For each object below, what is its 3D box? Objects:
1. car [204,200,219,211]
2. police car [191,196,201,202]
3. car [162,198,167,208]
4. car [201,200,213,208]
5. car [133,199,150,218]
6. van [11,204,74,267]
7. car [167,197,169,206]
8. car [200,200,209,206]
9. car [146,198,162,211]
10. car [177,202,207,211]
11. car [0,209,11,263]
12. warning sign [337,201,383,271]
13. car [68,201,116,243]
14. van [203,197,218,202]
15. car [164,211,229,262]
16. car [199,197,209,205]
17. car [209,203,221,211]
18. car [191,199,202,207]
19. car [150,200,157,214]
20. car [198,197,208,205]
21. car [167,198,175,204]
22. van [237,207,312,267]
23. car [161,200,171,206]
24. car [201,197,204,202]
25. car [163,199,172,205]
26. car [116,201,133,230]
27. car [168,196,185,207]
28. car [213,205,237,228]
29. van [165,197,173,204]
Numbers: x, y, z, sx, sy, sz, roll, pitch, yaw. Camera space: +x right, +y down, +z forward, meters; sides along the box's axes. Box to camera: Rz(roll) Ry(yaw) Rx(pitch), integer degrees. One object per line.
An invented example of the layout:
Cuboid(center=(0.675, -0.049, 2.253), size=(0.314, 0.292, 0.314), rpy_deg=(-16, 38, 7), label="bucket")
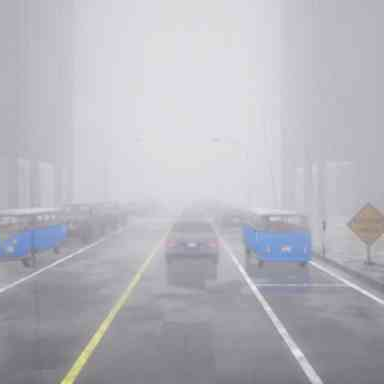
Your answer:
Cuboid(center=(2.766, 1.942, 39.605), size=(1.887, 1.381, 4.507), rpy_deg=(0, -1, 0), label="car")
Cuboid(center=(0.903, 1.979, 54.658), size=(1.930, 1.638, 5.238), rpy_deg=(0, -1, 0), label="police car")
Cuboid(center=(-5.758, 2.138, 56.417), size=(1.947, 1.339, 4.313), rpy_deg=(0, -1, 0), label="car")
Cuboid(center=(2.767, 2.197, 62.039), size=(1.947, 1.339, 4.313), rpy_deg=(0, -1, 0), label="car")
Cuboid(center=(-5.759, 1.780, 33.982), size=(1.967, 1.590, 4.097), rpy_deg=(0, -1, 0), label="car")
Cuboid(center=(-5.760, 1.456, 11.545), size=(1.690, 1.788, 3.998), rpy_deg=(0, -1, 0), label="van")
Cuboid(center=(-5.757, 2.243, 67.636), size=(2.008, 1.369, 4.403), rpy_deg=(0, -1, 0), label="car")
Cuboid(center=(2.768, 2.334, 73.257), size=(1.802, 1.307, 4.206), rpy_deg=(0, -1, 0), label="car")
Cuboid(center=(-5.758, 1.771, 45.202), size=(2.192, 1.841, 5.009), rpy_deg=(0, -1, 0), label="car")
Cuboid(center=(0.025, 1.849, 28.557), size=(1.994, 1.385, 4.181), rpy_deg=(0, 0, 1), label="car")
Cuboid(center=(-5.760, 1.374, 5.937), size=(2.192, 1.841, 5.009), rpy_deg=(0, -1, 0), label="car")
Cuboid(center=(5.066, 1.209, 9.555), size=(1.300, 1.860, 1.060), rpy_deg=(0, -1, 0), label="warning sign")
Cuboid(center=(-5.759, 1.485, 17.156), size=(2.192, 1.841, 5.009), rpy_deg=(0, -1, 0), label="car")
Cuboid(center=(2.767, 1.796, 45.216), size=(1.690, 1.788, 3.998), rpy_deg=(0, -1, 0), label="van")
Cuboid(center=(0.012, 1.672, 12.547), size=(2.033, 1.411, 5.357), rpy_deg=(0, -1, 0), label="car")
Cuboid(center=(2.768, 2.129, 78.868), size=(2.192, 1.841, 5.009), rpy_deg=(0, -1, 0), label="car")
Cuboid(center=(2.766, 1.848, 28.387), size=(1.947, 1.339, 4.313), rpy_deg=(0, -1, 0), label="car")
Cuboid(center=(0.856, 2.138, 64.540), size=(1.882, 1.535, 5.008), rpy_deg=(0, -1, -1), label="car")
Cuboid(center=(-5.759, 1.949, 39.590), size=(2.008, 1.369, 4.403), rpy_deg=(0, -1, 0), label="car")
Cuboid(center=(2.768, 2.190, 84.477), size=(2.192, 1.841, 5.009), rpy_deg=(0, -1, 0), label="car")
Cuboid(center=(-5.756, 2.378, 90.073), size=(1.967, 1.590, 4.097), rpy_deg=(0, -1, 0), label="car")
Cuboid(center=(2.765, 1.455, 11.563), size=(1.690, 1.788, 3.998), rpy_deg=(0, -1, 0), label="van")
Cuboid(center=(-5.757, 2.335, 73.245), size=(1.802, 1.307, 4.206), rpy_deg=(0, -1, 0), label="car")
Cuboid(center=(2.767, 1.953, 50.823), size=(1.967, 1.590, 4.097), rpy_deg=(0, -1, 0), label="car")
Cuboid(center=(-5.757, 2.338, 78.684), size=(1.752, 1.417, 4.829), rpy_deg=(0, -1, 0), label="car")
Cuboid(center=(-5.759, 1.541, 22.764), size=(2.192, 1.841, 5.009), rpy_deg=(0, -1, 0), label="car")
Cuboid(center=(-3.013, 2.021, 65.425), size=(2.097, 1.767, 4.553), rpy_deg=(0, -1, 0), label="car")
Cuboid(center=(2.765, 1.792, 22.778), size=(1.947, 1.339, 4.313), rpy_deg=(0, -1, 0), label="car")
Cuboid(center=(-5.757, 2.217, 84.465), size=(1.690, 1.788, 3.998), rpy_deg=(0, -1, 0), label="van")
